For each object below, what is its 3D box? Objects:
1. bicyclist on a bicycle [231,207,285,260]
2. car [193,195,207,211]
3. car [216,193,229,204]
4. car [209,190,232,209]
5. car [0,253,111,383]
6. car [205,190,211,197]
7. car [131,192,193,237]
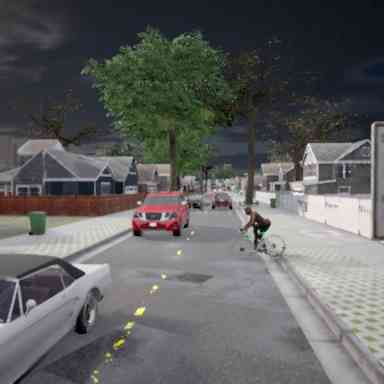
[{"bbox_3d":[1.962,1.252,10.196,1.656,1.620,0.582,-7,0,5],"label":"bicyclist on a bicycle"},{"bbox_3d":[0.159,1.193,33.786,1.895,1.301,4.718,0,1,6],"label":"car"},{"bbox_3d":[4.529,0.896,49.646,1.837,1.490,4.892,0,1,5],"label":"car"},{"bbox_3d":[3.331,0.907,36.611,2.097,1.767,4.553,0,1,6],"label":"car"},{"bbox_3d":[-2.639,1.554,3.975,1.895,1.301,4.718,0,1,6],"label":"car"},{"bbox_3d":[4.043,0.316,75.563,2.097,1.767,4.553,0,1,5],"label":"car"},{"bbox_3d":[-1.412,1.016,17.099,2.150,2.045,5.566,0,1,6],"label":"car"}]
